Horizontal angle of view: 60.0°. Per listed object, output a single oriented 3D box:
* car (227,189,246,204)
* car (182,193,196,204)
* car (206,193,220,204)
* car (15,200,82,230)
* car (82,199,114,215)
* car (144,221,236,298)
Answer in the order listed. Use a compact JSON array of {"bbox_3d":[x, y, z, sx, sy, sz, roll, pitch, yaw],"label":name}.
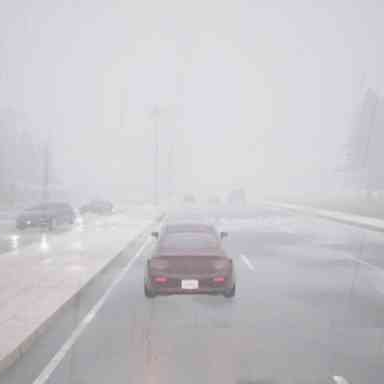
[{"bbox_3d":[6.558,0.639,49.210,2.150,2.045,5.566,0,1,-1],"label":"car"},{"bbox_3d":[-0.442,0.922,49.186,1.837,1.490,4.892,0,1,-1],"label":"car"},{"bbox_3d":[3.058,0.943,49.227,1.812,1.442,4.674,0,1,-1],"label":"car"},{"bbox_3d":[-8.246,1.276,19.174,1.837,1.490,4.892,0,1,0],"label":"car"},{"bbox_3d":[-8.284,1.255,29.119,1.895,1.301,4.718,0,1,0],"label":"car"},{"bbox_3d":[-0.057,1.428,8.143,1.812,1.442,4.674,0,1,-1],"label":"car"}]
